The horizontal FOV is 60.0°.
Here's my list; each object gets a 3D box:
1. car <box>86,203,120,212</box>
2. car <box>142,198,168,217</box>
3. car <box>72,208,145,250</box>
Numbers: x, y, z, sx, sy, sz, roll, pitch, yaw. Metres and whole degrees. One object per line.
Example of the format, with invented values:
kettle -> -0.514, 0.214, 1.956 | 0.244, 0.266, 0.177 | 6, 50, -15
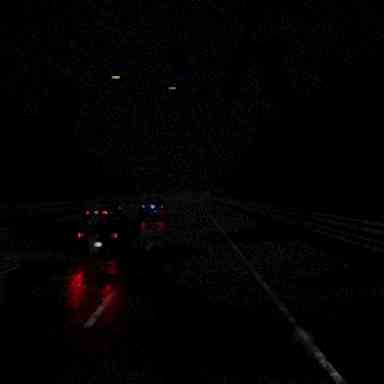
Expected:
car -> -6.896, 1.538, 26.421 | 2.033, 1.411, 5.357 | 0, 0, 0
car -> -3.397, 1.340, 30.917 | 2.097, 1.767, 4.553 | 0, 0, 0
car -> -3.399, 1.596, 14.255 | 1.895, 1.301, 4.718 | 0, 0, 0
